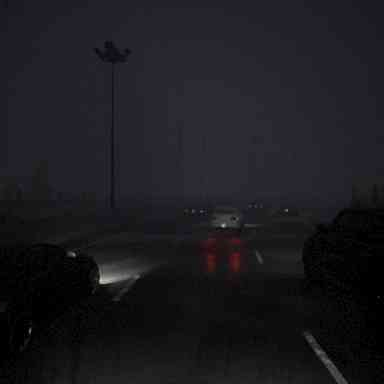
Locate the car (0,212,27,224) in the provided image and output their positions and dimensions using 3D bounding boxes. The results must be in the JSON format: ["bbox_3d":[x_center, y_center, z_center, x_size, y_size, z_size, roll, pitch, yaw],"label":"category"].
[{"bbox_3d":[-9.476,1.593,15.284,1.994,1.385,4.181,0,0,8],"label":"car"}]

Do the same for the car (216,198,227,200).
[{"bbox_3d":[4.561,1.650,54.043,1.994,1.385,4.181,0,0,32],"label":"car"}]

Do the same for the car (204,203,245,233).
[{"bbox_3d":[2.135,1.544,19.894,1.812,1.442,4.674,0,0,12],"label":"car"}]

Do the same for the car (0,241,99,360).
[{"bbox_3d":[-3.185,1.572,5.994,1.994,1.385,4.181,0,0,3],"label":"car"}]

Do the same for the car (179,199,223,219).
[{"bbox_3d":[0.892,1.583,29.198,2.033,1.411,5.357,0,0,18],"label":"car"}]

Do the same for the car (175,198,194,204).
[{"bbox_3d":[-0.399,1.670,52.590,1.994,1.385,4.181,0,0,29],"label":"car"}]

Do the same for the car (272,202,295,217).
[{"bbox_3d":[8.889,1.574,30.796,1.994,1.385,4.181,0,0,19],"label":"car"}]

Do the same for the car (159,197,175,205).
[{"bbox_3d":[-3.442,1.604,54.271,1.882,1.535,5.008,0,0,30],"label":"car"}]

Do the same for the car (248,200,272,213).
[{"bbox_3d":[7.745,1.573,37.474,2.033,1.411,5.357,0,0,24],"label":"car"}]

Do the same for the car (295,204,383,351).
[{"bbox_3d":[3.801,1.228,6.221,2.150,2.045,5.566,0,0,3],"label":"car"}]
